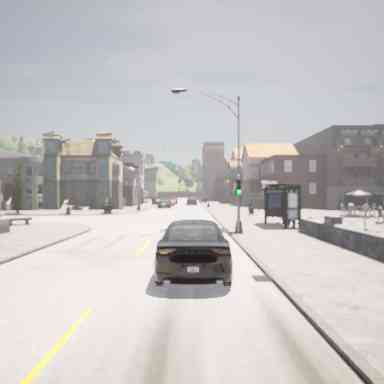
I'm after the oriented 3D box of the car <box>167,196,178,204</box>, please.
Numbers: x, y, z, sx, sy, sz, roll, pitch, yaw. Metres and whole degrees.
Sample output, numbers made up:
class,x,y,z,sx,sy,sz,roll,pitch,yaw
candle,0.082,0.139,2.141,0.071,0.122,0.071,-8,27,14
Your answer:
class,x,y,z,sx,sy,sz,roll,pitch,yaw
car,-4.152,1.693,70.707,2.097,1.767,4.553,0,0,0

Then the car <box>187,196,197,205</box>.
class,x,y,z,sx,sy,sz,roll,pitch,yaw
car,-0.041,1.793,66.156,1.882,1.535,5.008,0,0,0

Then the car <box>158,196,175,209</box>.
class,x,y,z,sx,sy,sz,roll,pitch,yaw
car,-4.204,1.738,51.543,2.128,1.511,4.902,0,0,0

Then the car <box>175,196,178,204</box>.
class,x,y,z,sx,sy,sz,roll,pitch,yaw
car,-4.196,1.642,60.644,2.097,1.767,4.553,0,0,0

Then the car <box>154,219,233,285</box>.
class,x,y,z,sx,sy,sz,roll,pitch,yaw
car,0.042,1.524,9.665,1.882,1.535,5.008,0,0,0

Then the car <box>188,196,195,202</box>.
class,x,y,z,sx,sy,sz,roll,pitch,yaw
car,-0.188,1.914,86.842,1.837,1.490,4.892,0,0,0
